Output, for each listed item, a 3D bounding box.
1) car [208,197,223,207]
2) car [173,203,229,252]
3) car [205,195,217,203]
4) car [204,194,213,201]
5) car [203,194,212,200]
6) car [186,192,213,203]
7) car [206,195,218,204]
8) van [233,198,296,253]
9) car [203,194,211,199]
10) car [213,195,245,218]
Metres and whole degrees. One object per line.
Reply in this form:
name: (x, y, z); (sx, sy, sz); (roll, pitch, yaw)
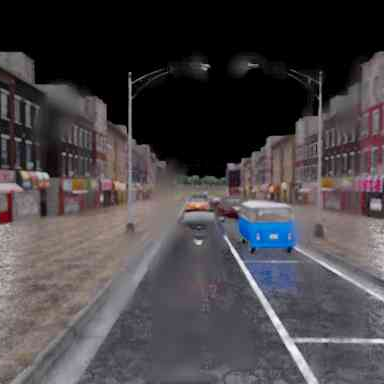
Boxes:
car: (3.276, 1.343, 46.305); (1.802, 1.307, 4.206); (-1, 0, 1)
car: (0.282, 1.432, 13.568); (1.837, 1.490, 4.892); (0, 0, 1)
car: (3.514, 1.226, 62.900); (2.008, 1.369, 4.403); (-1, 0, 1)
car: (3.674, 1.185, 73.963); (1.947, 1.339, 4.313); (-1, 0, 1)
car: (3.754, 1.157, 79.495); (1.947, 1.339, 4.313); (-1, 0, 1)
car: (0.521, 1.191, 30.151); (2.097, 1.767, 4.553); (0, 0, 1)
car: (3.437, 1.228, 57.538); (1.752, 1.417, 4.829); (-1, 0, 1)
van: (2.794, 1.279, 13.112); (1.690, 1.788, 3.998); (-1, 0, 1)
car: (3.834, 1.145, 85.027); (1.802, 1.307, 4.206); (-1, 0, 1)
car: (2.952, 1.194, 24.176); (2.192, 1.841, 5.009); (-1, 0, 1)
